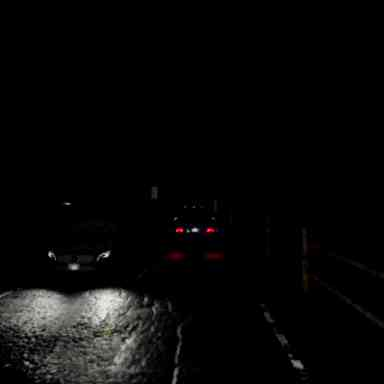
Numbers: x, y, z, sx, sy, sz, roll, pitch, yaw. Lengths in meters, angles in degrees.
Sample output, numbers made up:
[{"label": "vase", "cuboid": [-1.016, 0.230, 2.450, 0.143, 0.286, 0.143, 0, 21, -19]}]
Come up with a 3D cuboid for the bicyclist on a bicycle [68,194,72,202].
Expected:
[{"label": "bicyclist on a bicycle", "cuboid": [-22.366, 1.206, 60.874, 0.582, 1.620, 1.656, 1, 0, 1]}]

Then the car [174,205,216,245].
[{"label": "car", "cuboid": [0.126, 1.565, 15.644, 2.033, 1.411, 5.357, 0, 0, 0]}]

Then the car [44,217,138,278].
[{"label": "car", "cuboid": [-2.837, 1.539, 10.334, 1.812, 1.442, 4.674, 0, 0, 0]}]

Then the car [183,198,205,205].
[{"label": "car", "cuboid": [0.160, 1.387, 32.058, 2.097, 1.767, 4.553, 0, 0, 0]}]
